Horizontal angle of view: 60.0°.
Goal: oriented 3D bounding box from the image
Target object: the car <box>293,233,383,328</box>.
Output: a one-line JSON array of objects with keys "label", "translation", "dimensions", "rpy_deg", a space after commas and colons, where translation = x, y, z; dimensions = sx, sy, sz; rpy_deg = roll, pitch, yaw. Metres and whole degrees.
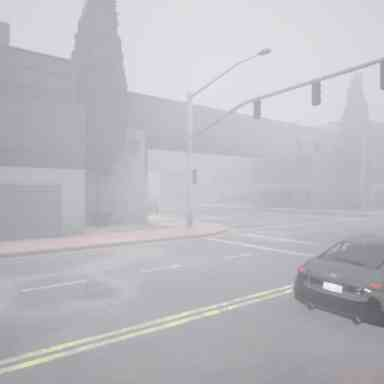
[{"label": "car", "translation": [3.954, 1.547, 6.707], "dimensions": [4.181, 1.385, 1.994], "rpy_deg": [0, 0, -36]}]

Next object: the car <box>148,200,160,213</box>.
[{"label": "car", "translation": [-5.303, 1.511, 35.895], "dimensions": [2.128, 1.511, 4.902], "rpy_deg": [0, 1, -37]}]
